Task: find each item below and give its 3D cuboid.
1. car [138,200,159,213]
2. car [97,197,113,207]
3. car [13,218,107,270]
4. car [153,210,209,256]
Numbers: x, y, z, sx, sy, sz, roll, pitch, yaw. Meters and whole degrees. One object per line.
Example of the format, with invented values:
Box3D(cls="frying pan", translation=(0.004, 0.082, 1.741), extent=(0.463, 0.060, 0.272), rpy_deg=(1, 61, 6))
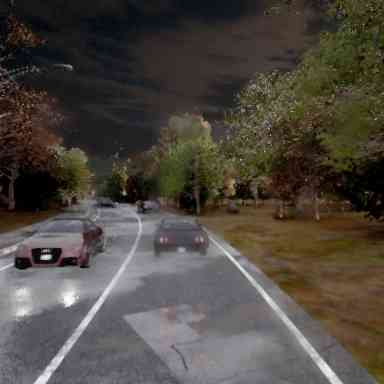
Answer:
Box3D(cls="car", translation=(-5.005, 1.586, 37.827), extent=(2.033, 1.411, 5.357), rpy_deg=(1, 0, -16))
Box3D(cls="car", translation=(-13.274, 1.479, 50.735), extent=(1.895, 1.301, 4.718), rpy_deg=(2, -1, -23))
Box3D(cls="car", translation=(-4.091, 1.564, 10.965), extent=(1.994, 1.385, 4.181), rpy_deg=(0, 0, -5))
Box3D(cls="car", translation=(-0.530, 1.624, 13.229), extent=(1.895, 1.301, 4.718), rpy_deg=(0, 0, -5))
